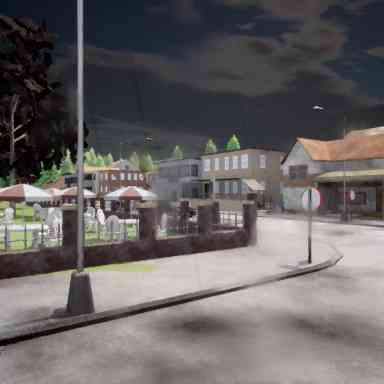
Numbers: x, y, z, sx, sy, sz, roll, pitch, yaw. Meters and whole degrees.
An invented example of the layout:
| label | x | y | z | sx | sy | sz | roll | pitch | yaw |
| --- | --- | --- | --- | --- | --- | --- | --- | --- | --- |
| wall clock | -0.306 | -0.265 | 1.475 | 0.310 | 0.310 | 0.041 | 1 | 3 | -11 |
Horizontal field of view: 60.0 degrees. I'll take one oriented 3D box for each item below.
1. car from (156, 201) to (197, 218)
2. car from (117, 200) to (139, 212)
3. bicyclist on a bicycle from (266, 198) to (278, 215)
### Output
| label | x | y | z | sx | sy | sz | roll | pitch | yaw |
| --- | --- | --- | --- | --- | --- | --- | --- | --- | --- |
| car | -1.766 | 1.547 | 30.142 | 2.033 | 1.411 | 5.357 | 0 | 0 | -35 |
| car | -7.651 | 1.352 | 38.437 | 2.097 | 1.767 | 4.553 | 0 | 0 | -35 |
| bicyclist on a bicycle | 7.603 | 1.349 | 31.457 | 1.656 | 1.620 | 0.582 | 0 | 0 | -35 |
